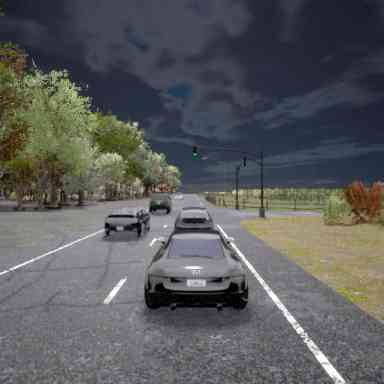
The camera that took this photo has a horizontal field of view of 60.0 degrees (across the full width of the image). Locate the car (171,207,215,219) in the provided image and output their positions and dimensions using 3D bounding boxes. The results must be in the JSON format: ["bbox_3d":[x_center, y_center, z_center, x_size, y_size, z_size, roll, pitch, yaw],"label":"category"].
[{"bbox_3d":[0.099,1.510,16.841,1.837,1.490,4.892,0,0,0],"label":"car"}]

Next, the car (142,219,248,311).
[{"bbox_3d":[0.093,1.566,7.853,1.994,1.385,4.181,0,0,0],"label":"car"}]

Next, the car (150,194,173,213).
[{"bbox_3d":[-3.406,1.231,36.679,2.150,2.045,5.566,0,0,0],"label":"car"}]

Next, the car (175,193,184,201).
[{"bbox_3d":[-3.505,1.227,89.352,2.150,2.045,5.566,0,0,0],"label":"car"}]

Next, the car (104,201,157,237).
[{"bbox_3d":[-3.400,1.497,18.180,2.128,1.511,4.902,0,0,0],"label":"car"}]
